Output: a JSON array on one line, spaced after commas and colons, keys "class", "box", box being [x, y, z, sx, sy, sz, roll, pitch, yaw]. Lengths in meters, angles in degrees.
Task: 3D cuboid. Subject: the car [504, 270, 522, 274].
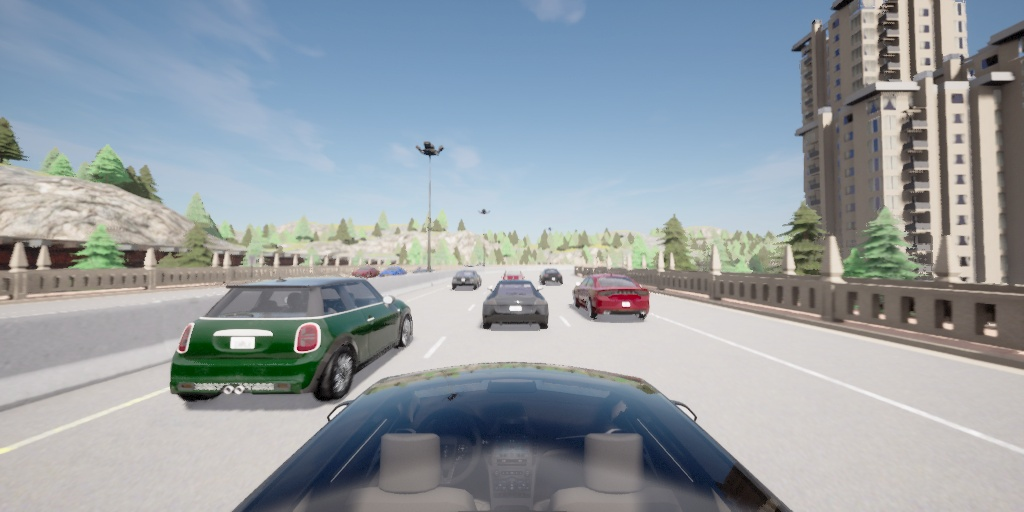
[{"class": "car", "box": [0.104, 1.904, 31.797, 1.895, 1.301, 4.718, 0, -1, 0]}]

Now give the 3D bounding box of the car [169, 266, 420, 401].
[{"class": "car", "box": [-3.400, 1.155, 6.652, 2.097, 1.767, 4.553, 0, -1, 0]}]

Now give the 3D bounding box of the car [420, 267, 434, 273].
[{"class": "car", "box": [-10.537, 2.001, 42.227, 2.128, 1.511, 4.902, 0, -1, 1]}]

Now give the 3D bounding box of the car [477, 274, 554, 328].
[{"class": "car", "box": [0.101, 1.473, 12.014, 1.994, 1.385, 4.181, 0, -1, 0]}]

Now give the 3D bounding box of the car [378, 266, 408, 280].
[{"class": "car", "box": [-14.033, 1.996, 42.597, 1.882, 1.535, 5.008, 0, -1, 1]}]

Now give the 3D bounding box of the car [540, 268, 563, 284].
[{"class": "car", "box": [3.604, 1.862, 33.485, 1.812, 1.442, 4.674, 0, -1, 0]}]

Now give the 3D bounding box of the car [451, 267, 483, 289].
[{"class": "car", "box": [-3.397, 1.765, 27.481, 2.033, 1.411, 5.357, 0, -1, 0]}]

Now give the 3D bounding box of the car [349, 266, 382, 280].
[{"class": "car", "box": [-17.524, 2.007, 43.198, 1.882, 1.535, 5.008, 0, -1, 1]}]

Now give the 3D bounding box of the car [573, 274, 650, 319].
[{"class": "car", "box": [3.602, 1.422, 13.792, 1.882, 1.535, 5.008, 0, -1, 0]}]
